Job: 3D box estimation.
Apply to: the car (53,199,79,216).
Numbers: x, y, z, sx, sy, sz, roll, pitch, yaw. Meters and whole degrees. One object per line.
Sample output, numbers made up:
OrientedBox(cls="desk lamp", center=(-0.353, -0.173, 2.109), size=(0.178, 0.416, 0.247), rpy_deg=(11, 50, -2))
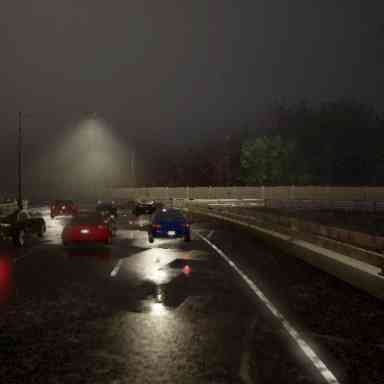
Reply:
OrientedBox(cls="car", center=(-11.351, 1.364, 29.871), size=(2.097, 1.767, 4.553), rpy_deg=(0, 0, -16))

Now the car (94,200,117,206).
OrientedBox(cls="car", center=(-8.002, 1.493, 30.888), size=(2.128, 1.511, 4.902), rpy_deg=(0, 0, -16))

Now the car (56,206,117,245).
OrientedBox(cls="car", center=(-4.644, 1.570, 15.516), size=(1.994, 1.385, 4.181), rpy_deg=(0, 0, -8))

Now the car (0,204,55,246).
OrientedBox(cls="car", center=(-8.107, 1.493, 15.015), size=(2.128, 1.511, 4.902), rpy_deg=(0, 0, -8))

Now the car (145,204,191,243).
OrientedBox(cls="car", center=(-1.180, 1.531, 16.018), size=(1.812, 1.442, 4.674), rpy_deg=(0, 0, -8))

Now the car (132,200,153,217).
OrientedBox(cls="car", center=(-4.644, 1.493, 31.876), size=(2.128, 1.511, 4.902), rpy_deg=(0, 0, -16))
